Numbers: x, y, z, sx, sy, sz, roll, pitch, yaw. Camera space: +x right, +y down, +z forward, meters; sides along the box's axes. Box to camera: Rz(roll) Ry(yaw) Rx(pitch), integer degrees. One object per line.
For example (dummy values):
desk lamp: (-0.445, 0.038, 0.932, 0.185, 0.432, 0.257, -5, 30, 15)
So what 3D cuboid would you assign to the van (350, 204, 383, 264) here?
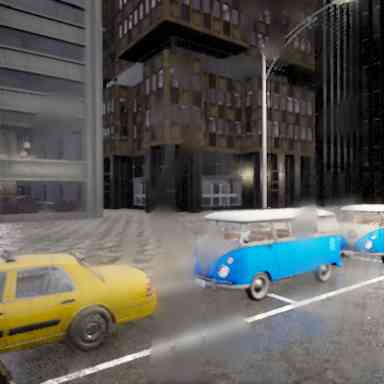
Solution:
van: (6.473, 1.315, 11.287, 3.998, 1.788, 1.690, 0, 0, -36)

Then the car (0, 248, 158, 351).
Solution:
car: (-2.840, 1.528, 4.624, 4.829, 1.417, 1.752, 0, 0, -36)

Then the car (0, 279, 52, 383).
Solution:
car: (-2.876, 1.570, 1.197, 4.181, 1.385, 1.994, 0, 0, -36)

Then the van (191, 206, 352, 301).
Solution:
van: (1.885, 1.329, 8.005, 3.998, 1.788, 1.690, 0, 0, -36)
